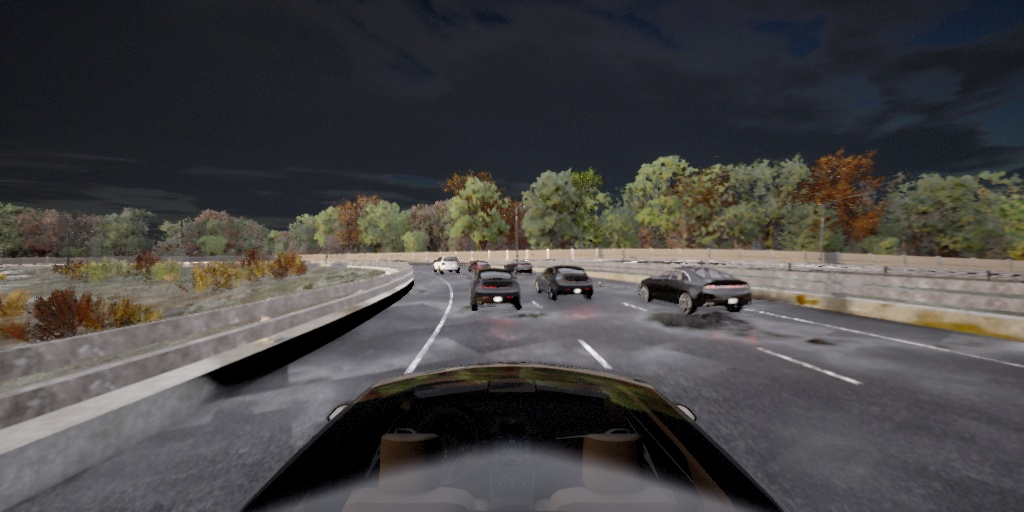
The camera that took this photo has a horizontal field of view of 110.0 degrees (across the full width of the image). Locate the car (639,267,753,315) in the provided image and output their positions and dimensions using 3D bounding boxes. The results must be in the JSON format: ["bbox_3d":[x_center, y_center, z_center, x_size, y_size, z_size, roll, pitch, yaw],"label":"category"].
[{"bbox_3d":[6.414,1.150,13.210,2.128,1.511,4.902,-1,0,-6],"label":"car"}]

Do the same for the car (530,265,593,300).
[{"bbox_3d":[2.384,1.209,17.291,1.837,1.490,4.892,0,0,-8],"label":"car"}]

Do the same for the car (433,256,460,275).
[{"bbox_3d":[-7.532,1.025,41.090,2.150,2.045,5.566,0,0,-22],"label":"car"}]

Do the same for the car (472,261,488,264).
[{"bbox_3d":[-3.647,1.282,40.555,1.812,1.442,4.674,0,0,-21],"label":"car"}]

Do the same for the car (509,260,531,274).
[{"bbox_3d":[0.677,1.195,38.848,2.128,1.511,4.902,-1,0,-19],"label":"car"}]

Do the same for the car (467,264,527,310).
[{"bbox_3d":[-0.790,1.251,14.786,1.837,1.490,4.892,0,0,-7],"label":"car"}]
